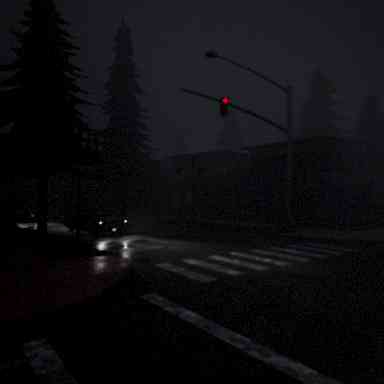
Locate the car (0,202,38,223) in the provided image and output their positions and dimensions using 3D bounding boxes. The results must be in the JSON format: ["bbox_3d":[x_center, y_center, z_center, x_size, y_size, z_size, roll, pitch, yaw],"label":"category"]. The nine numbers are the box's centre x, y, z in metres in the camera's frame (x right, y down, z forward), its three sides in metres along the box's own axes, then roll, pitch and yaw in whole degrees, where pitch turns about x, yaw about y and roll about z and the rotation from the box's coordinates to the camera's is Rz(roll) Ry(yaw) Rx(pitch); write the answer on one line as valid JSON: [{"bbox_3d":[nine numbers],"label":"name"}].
[{"bbox_3d":[-13.773,1.512,26.105,4.902,1.511,2.128,0,0,37],"label":"car"}]

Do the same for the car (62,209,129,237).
[{"bbox_3d":[-5.487,1.628,18.675,1.895,1.301,4.718,0,0,-43],"label":"car"}]
